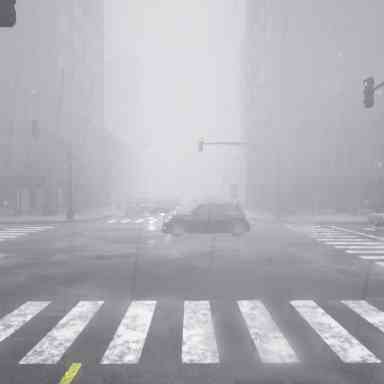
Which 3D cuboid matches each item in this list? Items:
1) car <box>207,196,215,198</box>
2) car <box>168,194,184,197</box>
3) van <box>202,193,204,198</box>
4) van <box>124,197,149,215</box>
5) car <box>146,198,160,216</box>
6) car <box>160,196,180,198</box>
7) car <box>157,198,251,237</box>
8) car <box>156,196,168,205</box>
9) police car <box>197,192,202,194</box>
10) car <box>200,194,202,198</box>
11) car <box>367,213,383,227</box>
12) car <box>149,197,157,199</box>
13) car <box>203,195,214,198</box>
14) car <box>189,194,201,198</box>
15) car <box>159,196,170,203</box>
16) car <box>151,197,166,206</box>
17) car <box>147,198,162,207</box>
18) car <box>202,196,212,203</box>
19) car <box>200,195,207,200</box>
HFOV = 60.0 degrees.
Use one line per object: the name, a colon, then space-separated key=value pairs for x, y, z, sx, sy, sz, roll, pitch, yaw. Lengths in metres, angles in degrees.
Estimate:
car: x=2.825 y=1.442 z=33.383 sx=1.967 sy=1.590 sz=4.097 roll=0 pitch=0 yaw=0
car: x=-2.834 y=1.550 z=53.870 sx=2.033 sy=1.411 sz=5.357 roll=0 pitch=0 yaw=1
van: x=2.935 y=1.344 z=56.060 sx=1.690 sy=1.788 sz=3.998 roll=0 pitch=0 yaw=0
van: x=-5.701 y=1.343 z=33.423 sx=1.690 sy=1.788 sz=3.998 roll=0 pitch=0 yaw=0
car: x=-2.943 y=1.603 z=33.197 sx=1.895 sy=1.301 sz=4.718 roll=0 pitch=0 yaw=3
car: x=-2.894 y=1.604 z=43.180 sx=1.895 sy=1.301 sz=4.718 roll=0 pitch=0 yaw=1
car: x=0.695 y=1.353 z=17.396 sx=4.553 sy=1.767 sz=2.097 roll=0 pitch=0 yaw=0
car: x=-5.564 y=1.527 z=61.594 sx=1.752 sy=1.417 sz=4.829 roll=0 pitch=0 yaw=0
police car: x=2.747 y=1.421 z=79.490 sx=1.930 sy=1.638 sz=5.238 roll=0 pitch=0 yaw=0
car: x=2.963 y=1.527 z=61.899 sx=1.752 sy=1.417 sz=4.829 roll=0 pitch=0 yaw=0
car: x=13.633 y=1.615 z=20.716 sx=4.718 sy=1.301 sz=1.895 roll=0 pitch=0 yaw=0
car: x=-5.673 y=1.443 z=39.091 sx=1.967 sy=1.590 sz=4.097 roll=0 pitch=0 yaw=0
car: x=2.880 y=1.443 z=44.721 sx=1.967 sy=1.590 sz=4.097 roll=0 pitch=0 yaw=0
car: x=0.413 y=1.549 z=63.329 sx=2.033 sy=1.411 sz=5.357 roll=0 pitch=0 yaw=0
car: x=-5.535 y=1.566 z=67.432 sx=1.947 sy=1.339 sz=4.313 roll=0 pitch=0 yaw=0
car: x=-5.591 y=1.569 z=56.096 sx=1.947 sy=1.339 sz=4.313 roll=0 pitch=0 yaw=0
car: x=-5.618 y=1.585 z=50.428 sx=1.802 sy=1.307 sz=4.206 roll=0 pitch=0 yaw=0
car: x=2.990 y=1.551 z=67.399 sx=2.008 sy=1.369 sz=4.403 roll=0 pitch=0 yaw=0
car: x=3.100 y=1.558 z=90.076 sx=1.947 sy=1.339 sz=4.313 roll=0 pitch=0 yaw=0
